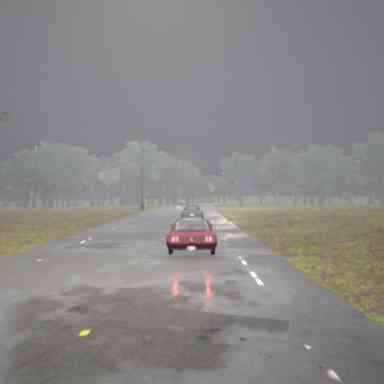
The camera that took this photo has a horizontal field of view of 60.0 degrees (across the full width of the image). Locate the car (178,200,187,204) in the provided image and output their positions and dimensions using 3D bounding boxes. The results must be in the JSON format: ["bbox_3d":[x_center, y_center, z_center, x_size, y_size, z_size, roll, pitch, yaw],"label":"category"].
[{"bbox_3d":[-1.984,2.424,72.832,1.812,1.442,4.674,0,-1,3],"label":"car"}]

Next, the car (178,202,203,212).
[{"bbox_3d":[0.022,1.853,29.279,1.994,1.385,4.181,0,-1,1],"label":"car"}]

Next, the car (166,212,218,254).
[{"bbox_3d":[-0.009,1.740,14.101,1.895,1.301,4.718,0,-1,0],"label":"car"}]
